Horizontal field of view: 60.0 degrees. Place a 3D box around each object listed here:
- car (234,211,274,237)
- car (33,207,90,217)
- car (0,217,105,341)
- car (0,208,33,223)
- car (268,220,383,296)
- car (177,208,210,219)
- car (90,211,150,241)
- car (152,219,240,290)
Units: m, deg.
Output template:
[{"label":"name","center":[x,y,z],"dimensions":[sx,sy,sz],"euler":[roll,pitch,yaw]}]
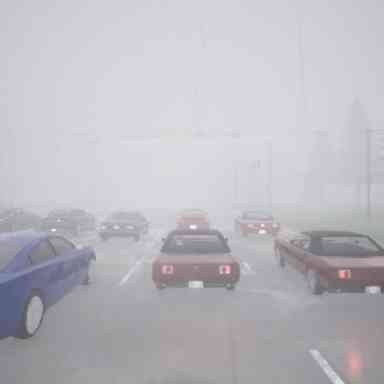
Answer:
[{"label":"car","center":[3.574,1.750,19.133],"dimensions":[1.895,1.301,4.718],"euler":[0,0,0]},{"label":"car","center":[-6.932,1.656,19.122],"dimensions":[1.837,1.490,4.892],"euler":[0,0,0]},{"label":"car","center":[-3.422,1.530,6.678],"dimensions":[1.882,1.535,5.008],"euler":[0,0,0]},{"label":"car","center":[-10.433,1.643,19.284],"dimensions":[2.128,1.511,4.902],"euler":[0,0,0]},{"label":"car","center":[3.587,1.670,8.824],"dimensions":[1.895,1.301,4.718],"euler":[0,0,0]},{"label":"car","center":[0.068,1.679,19.728],"dimensions":[1.812,1.442,4.674],"euler":[0,-1,0]},{"label":"car","center":[-3.430,1.685,17.599],"dimensions":[2.033,1.411,5.357],"euler":[0,0,0]},{"label":"car","center":[0.085,1.673,9.212],"dimensions":[1.895,1.301,4.718],"euler":[0,0,0]}]
